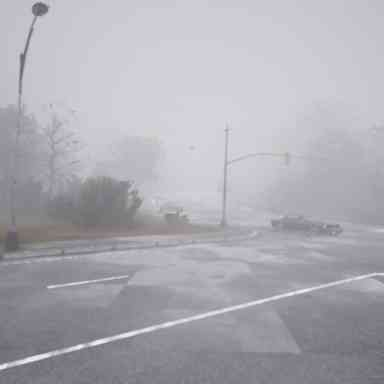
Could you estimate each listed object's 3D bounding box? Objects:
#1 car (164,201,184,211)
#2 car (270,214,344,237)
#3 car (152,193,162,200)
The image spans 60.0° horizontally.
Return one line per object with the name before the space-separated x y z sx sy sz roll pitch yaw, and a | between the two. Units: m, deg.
car | -2.462 1.925 45.522 1.994 1.385 4.181 2 1 -17
car | 7.433 2.134 21.843 1.895 1.301 4.718 3 -2 -29
car | -7.328 0.910 70.800 1.812 1.442 4.674 2 2 -6
